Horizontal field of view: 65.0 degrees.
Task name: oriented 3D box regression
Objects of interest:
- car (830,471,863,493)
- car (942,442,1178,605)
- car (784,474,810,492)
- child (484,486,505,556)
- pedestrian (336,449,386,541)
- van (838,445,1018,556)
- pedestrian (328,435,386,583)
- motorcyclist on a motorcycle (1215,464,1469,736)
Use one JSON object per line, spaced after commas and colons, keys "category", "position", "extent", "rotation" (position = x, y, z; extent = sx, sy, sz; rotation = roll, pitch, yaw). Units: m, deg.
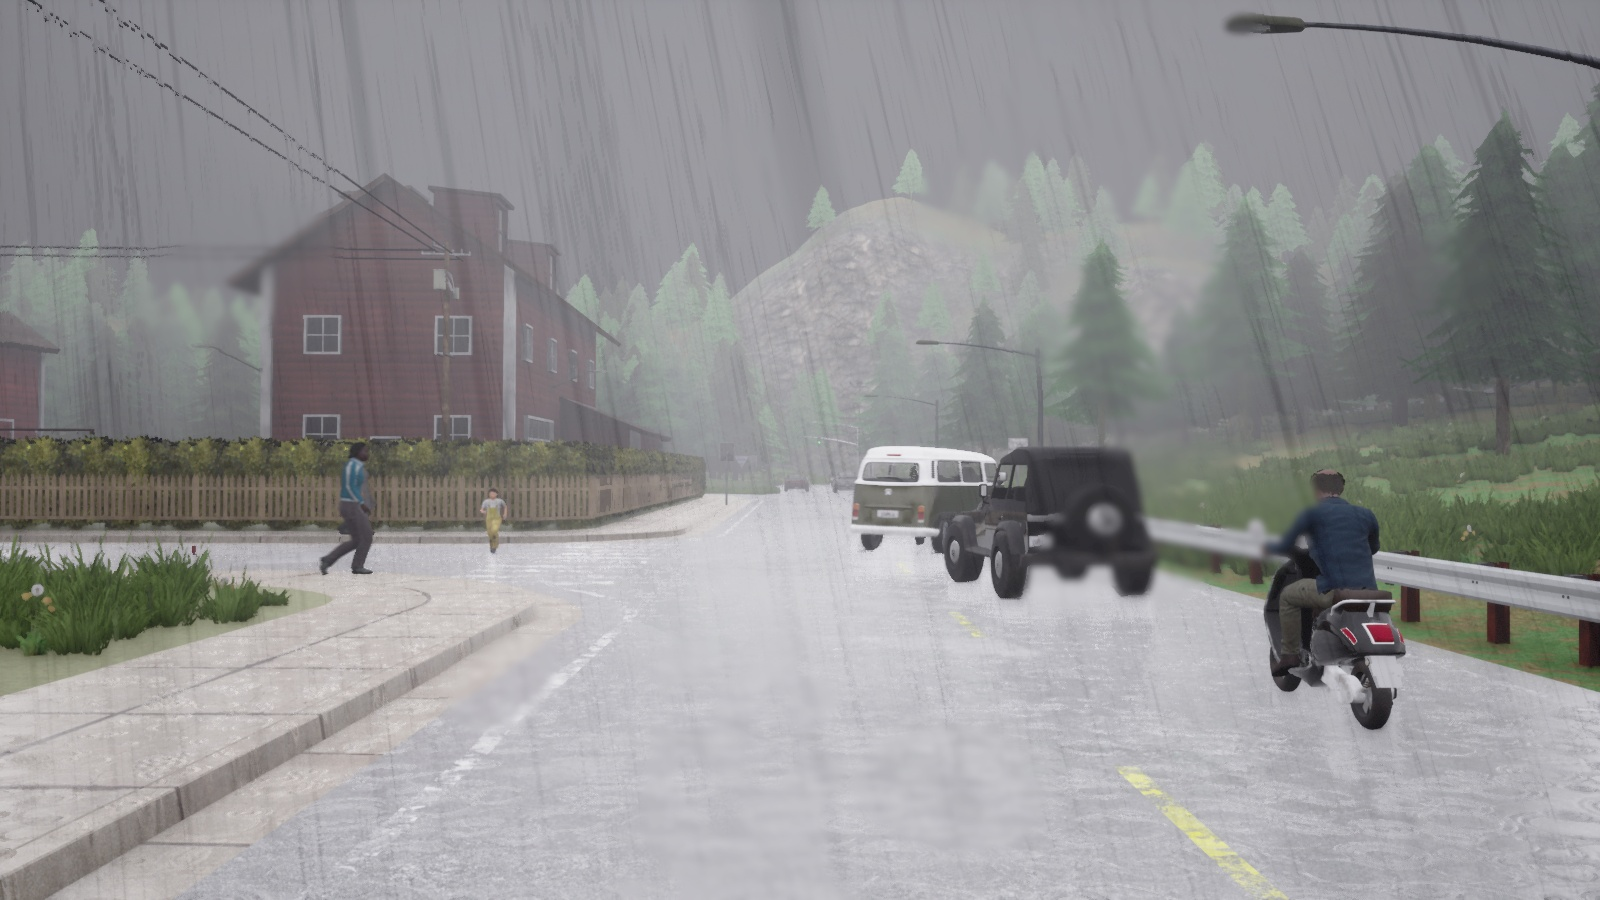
{"category": "car", "position": [3.278, 2.254, 89.367], "extent": [2.128, 1.511, 4.902], "rotation": [0, -1, 0]}
{"category": "car", "position": [3.247, 0.874, 16.513], "extent": [1.905, 1.878, 3.866], "rotation": [0, -1, -7]}
{"category": "car", "position": [-0.235, 2.502, 94.674], "extent": [1.895, 1.301, 4.718], "rotation": [0, -1, 0]}
{"category": "child", "position": [-5.575, 1.286, 22.908], "extent": [0.270, 1.263, 0.437], "rotation": [0, -1, 1]}
{"category": "pedestrian", "position": [-9.505, 0.964, 27.214], "extent": [0.873, 1.952, 0.659], "rotation": [0, -1, -3]}
{"category": "van", "position": [2.705, 0.954, 25.535], "extent": [2.069, 2.038, 4.480], "rotation": [0, -1, 28]}
{"category": "pedestrian", "position": [-5.872, 0.773, 16.666], "extent": [0.692, 1.930, 0.396], "rotation": [0, -1, -14]}
{"category": "motorcyclist on a motorcycle", "position": [3.479, 0.893, 8.270], "extent": [0.866, 1.590, 1.817], "rotation": [0, -1, 0]}
